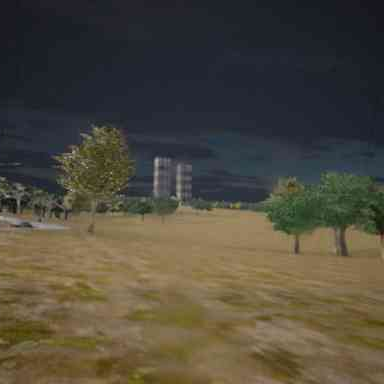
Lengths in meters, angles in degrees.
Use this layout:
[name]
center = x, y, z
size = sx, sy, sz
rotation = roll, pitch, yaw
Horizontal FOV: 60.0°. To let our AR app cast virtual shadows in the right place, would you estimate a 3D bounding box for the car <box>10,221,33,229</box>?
[car]
center = -29.945, 5.767, 58.597
size = 1.994, 1.385, 4.181
rotation = 1, -6, 6
